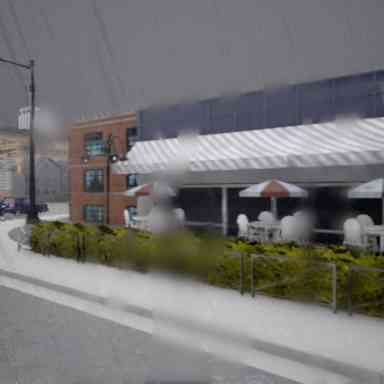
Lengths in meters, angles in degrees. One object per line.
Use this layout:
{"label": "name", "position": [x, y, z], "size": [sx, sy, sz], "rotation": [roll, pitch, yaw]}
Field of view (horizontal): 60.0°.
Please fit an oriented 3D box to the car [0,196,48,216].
{"label": "car", "position": [-15.803, 1.255, 31.313], "size": [2.097, 1.767, 4.553], "rotation": [0, 0, 19]}
